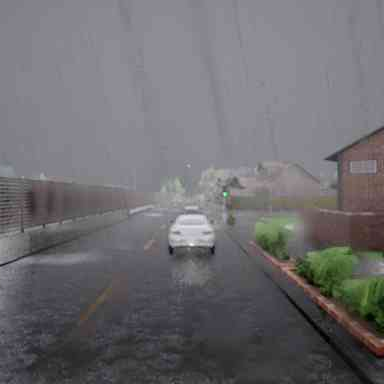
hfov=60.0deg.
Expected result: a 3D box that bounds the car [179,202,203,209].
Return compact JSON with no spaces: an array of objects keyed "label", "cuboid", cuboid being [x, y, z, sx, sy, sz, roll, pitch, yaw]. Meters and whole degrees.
[{"label":"car","cuboid":[0.001,1.806,29.375,1.812,1.442,4.674,0,0,1]}]

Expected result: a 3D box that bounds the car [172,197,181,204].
[{"label":"car","cuboid":[-4.024,2.169,85.674,2.097,1.767,4.553,0,-1,0]}]

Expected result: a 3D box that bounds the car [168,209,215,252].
[{"label":"car","cuboid":[0.000,1.663,14.373,1.812,1.442,4.674,0,0,0]}]
